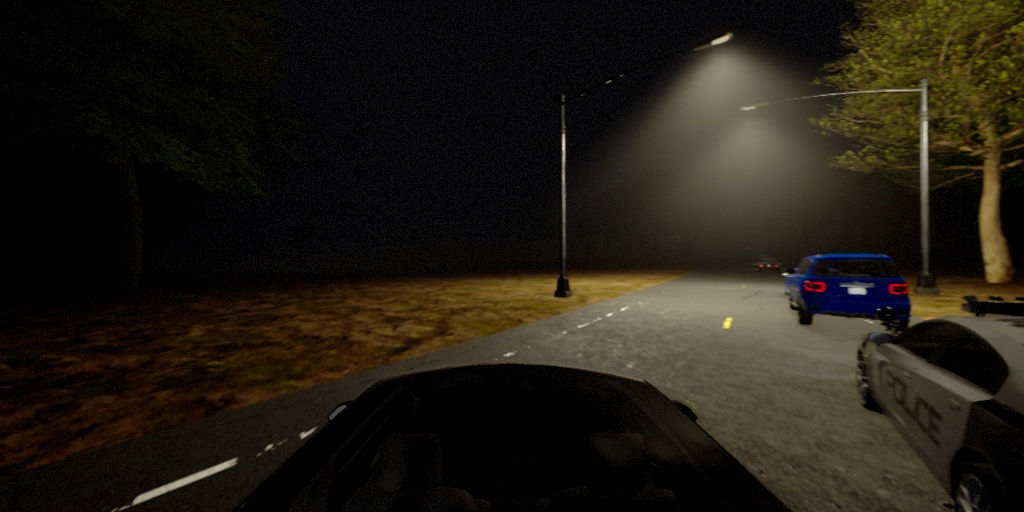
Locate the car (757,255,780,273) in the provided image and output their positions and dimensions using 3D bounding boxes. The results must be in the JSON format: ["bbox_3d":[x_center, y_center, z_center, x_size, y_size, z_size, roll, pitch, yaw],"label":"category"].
[{"bbox_3d":[27.272,0.976,38.084,2.033,1.411,5.357,-1,1,35],"label":"car"}]

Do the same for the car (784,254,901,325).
[{"bbox_3d":[10.096,0.961,11.141,2.150,2.045,5.566,-1,0,34],"label":"car"}]

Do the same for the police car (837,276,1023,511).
[{"bbox_3d":[4.501,1.163,2.954,1.930,1.638,5.238,-1,-1,34],"label":"police car"}]

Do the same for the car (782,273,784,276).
[{"bbox_3d":[13.469,1.195,16.071,1.882,1.535,5.008,-1,0,34],"label":"car"}]

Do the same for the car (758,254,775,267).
[{"bbox_3d":[34.338,0.578,48.466,1.837,1.490,4.892,-1,2,34],"label":"car"}]
